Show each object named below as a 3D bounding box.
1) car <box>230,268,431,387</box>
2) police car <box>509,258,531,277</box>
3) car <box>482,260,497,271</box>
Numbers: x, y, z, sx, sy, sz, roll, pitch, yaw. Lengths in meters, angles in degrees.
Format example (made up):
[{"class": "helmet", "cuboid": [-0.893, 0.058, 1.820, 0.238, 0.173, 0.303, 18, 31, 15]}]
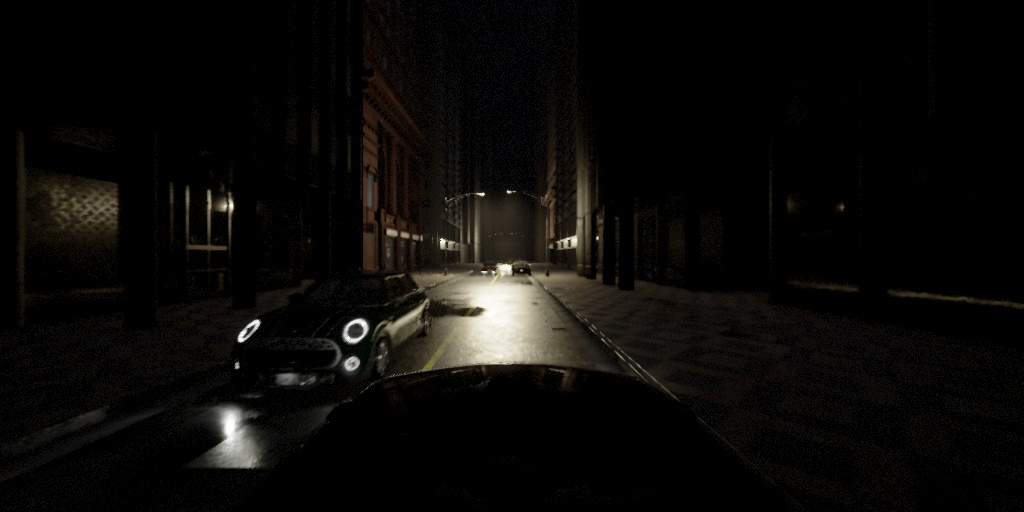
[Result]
[{"class": "car", "cuboid": [-3.099, 1.101, 7.181, 2.097, 1.767, 4.553, 0, 0, 0]}, {"class": "police car", "cuboid": [0.905, 1.173, 36.280, 1.930, 1.638, 5.238, 0, 0, 0]}, {"class": "car", "cuboid": [-3.060, 1.307, 49.376, 2.033, 1.411, 5.357, 0, 0, 0]}]
